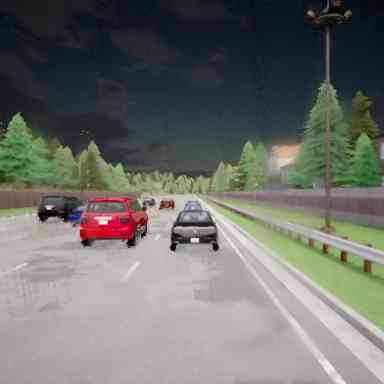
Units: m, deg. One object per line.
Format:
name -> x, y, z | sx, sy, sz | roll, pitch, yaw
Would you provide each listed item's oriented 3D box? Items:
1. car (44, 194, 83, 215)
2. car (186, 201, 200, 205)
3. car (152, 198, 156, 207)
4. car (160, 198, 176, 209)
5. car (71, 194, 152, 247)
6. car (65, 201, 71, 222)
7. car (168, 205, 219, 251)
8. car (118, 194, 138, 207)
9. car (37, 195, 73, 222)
car -> -13.901, 1.306, 36.354 | 2.150, 2.045, 5.566 | 0, 0, 0
car -> 0.100, 1.627, 34.246 | 2.033, 1.411, 5.357 | 0, 0, 0
car -> -6.899, 1.649, 53.400 | 1.812, 1.442, 4.674 | 0, 0, 0
car -> -3.403, 1.586, 47.063 | 1.882, 1.535, 5.008 | 0, 0, 0
car -> -3.398, 1.258, 15.383 | 2.150, 2.045, 5.566 | 0, 0, 0
car -> -6.900, 1.531, 23.378 | 1.882, 1.535, 5.008 | 0, 0, 0
car -> 0.099, 1.526, 14.389 | 2.128, 1.511, 4.902 | 0, 0, 0
car -> -10.402, 1.348, 54.379 | 2.150, 2.045, 5.566 | 0, 0, 0
car -> -10.400, 1.284, 26.901 | 2.150, 2.045, 5.566 | 0, 0, 0
